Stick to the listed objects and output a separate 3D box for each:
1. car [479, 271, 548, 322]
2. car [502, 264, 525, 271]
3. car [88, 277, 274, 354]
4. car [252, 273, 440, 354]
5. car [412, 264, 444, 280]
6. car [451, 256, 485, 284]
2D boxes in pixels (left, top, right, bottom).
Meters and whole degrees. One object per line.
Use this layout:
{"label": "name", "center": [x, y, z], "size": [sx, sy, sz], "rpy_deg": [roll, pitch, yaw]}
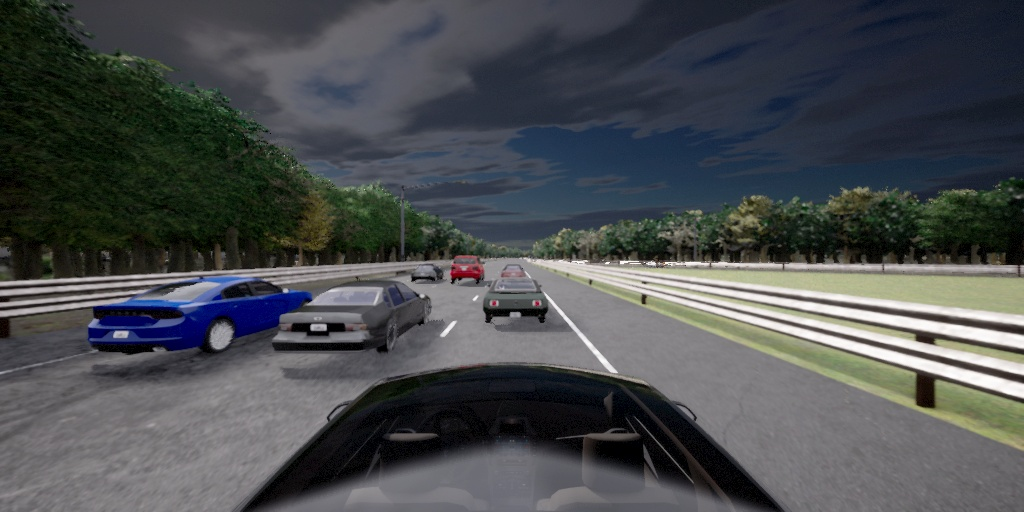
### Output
{"label": "car", "center": [0.103, 1.370, 12.327], "size": [1.895, 1.301, 4.718], "rpy_deg": [0, 0, 0]}
{"label": "car", "center": [0.107, 1.374, 29.594], "size": [1.994, 1.385, 4.181], "rpy_deg": [0, 0, 0]}
{"label": "car", "center": [-6.904, 1.240, 8.807], "size": [1.882, 1.535, 5.008], "rpy_deg": [0, 0, 0]}
{"label": "car", "center": [-3.399, 1.310, 8.819], "size": [2.033, 1.411, 5.357], "rpy_deg": [0, 0, 0]}
{"label": "car", "center": [-6.892, 1.374, 29.630], "size": [1.994, 1.385, 4.181], "rpy_deg": [0, 0, 0]}
{"label": "car", "center": [-3.394, 1.027, 28.091], "size": [2.150, 2.045, 5.566], "rpy_deg": [0, 0, 0]}
